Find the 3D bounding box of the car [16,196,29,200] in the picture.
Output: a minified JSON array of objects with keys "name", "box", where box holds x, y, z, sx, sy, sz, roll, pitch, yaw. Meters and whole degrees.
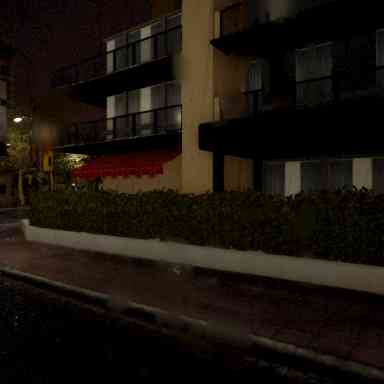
[{"name":"car","box":[-36.129,1.477,67.948,4.892,1.521,2.231,0,0,36]}]
